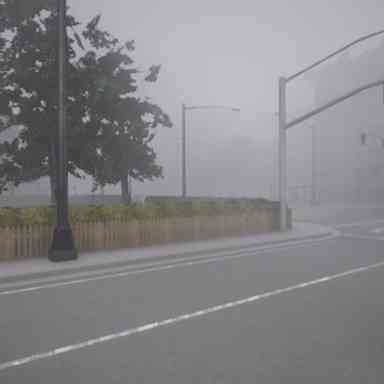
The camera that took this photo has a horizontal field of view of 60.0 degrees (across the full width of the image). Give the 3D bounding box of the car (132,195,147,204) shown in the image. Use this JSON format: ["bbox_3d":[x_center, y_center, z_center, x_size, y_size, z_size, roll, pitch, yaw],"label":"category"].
[{"bbox_3d":[-8.207,1.232,54.744,2.097,1.767,4.553,0,0,-35],"label":"car"}]
